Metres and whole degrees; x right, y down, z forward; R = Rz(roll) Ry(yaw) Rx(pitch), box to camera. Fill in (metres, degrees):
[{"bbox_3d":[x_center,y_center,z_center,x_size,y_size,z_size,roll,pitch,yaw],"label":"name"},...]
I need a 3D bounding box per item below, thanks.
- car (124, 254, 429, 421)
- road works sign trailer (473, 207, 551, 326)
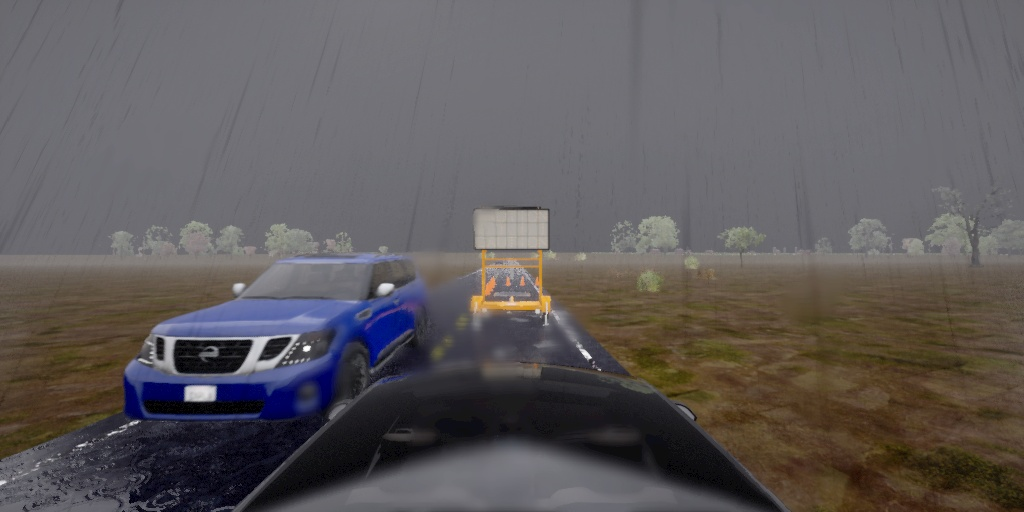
[{"bbox_3d":[-3.000,0.971,6.217,2.150,2.045,5.566,0,0,0],"label":"car"},{"bbox_3d":[0.002,0.214,11.605,2.380,3.560,2.880,0,0,0],"label":"road works sign trailer"}]
